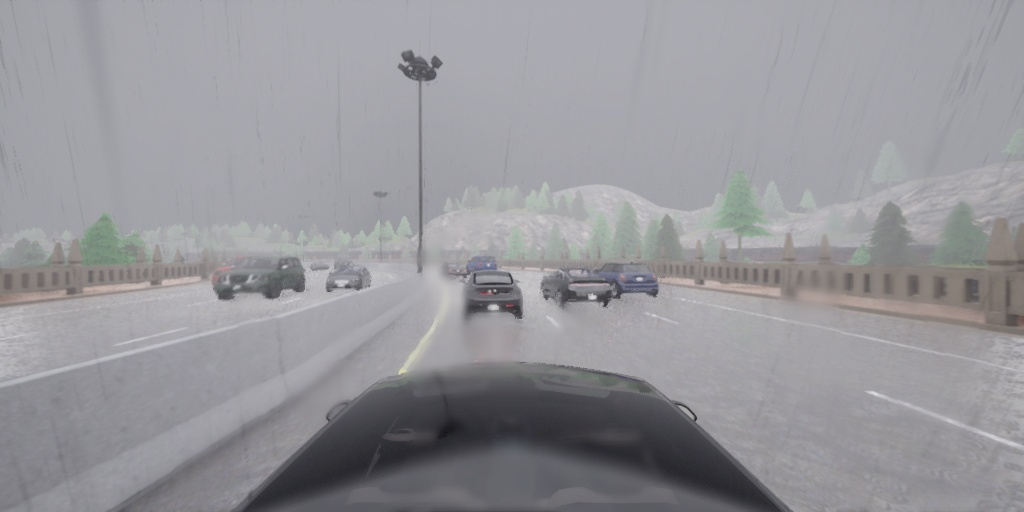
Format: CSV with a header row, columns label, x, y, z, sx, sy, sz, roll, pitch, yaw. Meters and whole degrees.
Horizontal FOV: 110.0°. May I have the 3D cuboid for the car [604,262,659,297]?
label,x,y,z,sx,sy,sz,roll,pitch,yaw
car,5.458,1.070,18.325,2.097,1.767,4.553,0,0,-9

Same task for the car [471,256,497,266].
label,x,y,z,sx,sy,sz,roll,pitch,yaw
car,-3.185,0.999,37.125,2.150,2.045,5.566,0,0,-20

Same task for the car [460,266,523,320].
label,x,y,z,sx,sy,sz,roll,pitch,yaw
car,-0.759,1.254,12.684,1.837,1.490,4.892,0,0,-6

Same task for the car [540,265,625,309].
label,x,y,z,sx,sy,sz,roll,pitch,yaw
car,2.465,1.225,14.817,2.128,1.511,4.902,0,0,-8

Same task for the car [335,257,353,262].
label,x,y,z,sx,sy,sz,roll,pitch,yaw
car,-27.301,1.252,58.284,2.150,2.045,5.566,0,0,-37

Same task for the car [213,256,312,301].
label,x,y,z,sx,sy,sz,roll,pitch,yaw
car,-12.416,1.036,18.223,2.150,2.045,5.566,0,0,-12

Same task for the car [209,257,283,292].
label,x,y,z,sx,sy,sz,roll,pitch,yaw
car,-17.386,1.076,23.881,2.150,2.045,5.566,0,0,-16

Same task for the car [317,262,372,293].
label,x,y,z,sx,sy,sz,roll,pitch,yaw
car,-9.560,1.293,21.319,2.128,1.511,4.902,0,0,-13

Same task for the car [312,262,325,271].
label,x,y,z,sx,sy,sz,roll,pitch,yaw
car,-30.428,1.610,56.687,2.033,1.411,5.357,-1,0,-38

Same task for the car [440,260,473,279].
label,x,y,z,sx,sy,sz,roll,pitch,yaw
car,-5.465,1.337,33.256,2.033,1.411,5.357,0,0,-19
